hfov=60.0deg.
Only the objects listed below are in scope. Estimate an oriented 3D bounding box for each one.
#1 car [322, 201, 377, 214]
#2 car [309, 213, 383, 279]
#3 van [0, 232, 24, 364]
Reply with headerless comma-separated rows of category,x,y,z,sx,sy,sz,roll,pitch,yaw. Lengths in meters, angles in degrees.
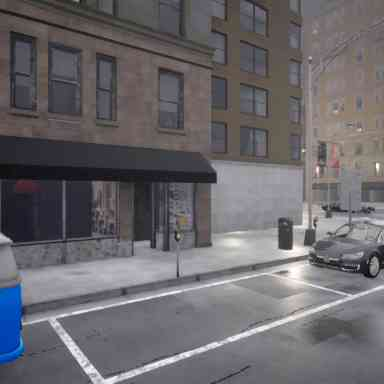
car,15.261,1.521,32.426,1.895,1.301,4.718,0,0,-36
car,5.304,1.550,9.990,4.403,1.369,2.008,0,0,-36
van,-3.906,1.341,3.401,3.998,1.788,1.690,0,0,-36
